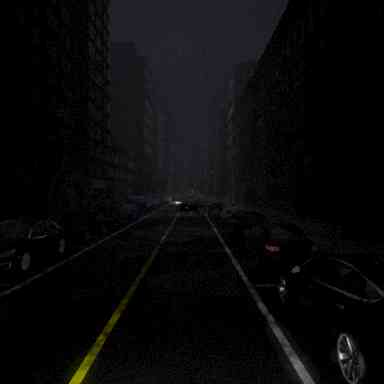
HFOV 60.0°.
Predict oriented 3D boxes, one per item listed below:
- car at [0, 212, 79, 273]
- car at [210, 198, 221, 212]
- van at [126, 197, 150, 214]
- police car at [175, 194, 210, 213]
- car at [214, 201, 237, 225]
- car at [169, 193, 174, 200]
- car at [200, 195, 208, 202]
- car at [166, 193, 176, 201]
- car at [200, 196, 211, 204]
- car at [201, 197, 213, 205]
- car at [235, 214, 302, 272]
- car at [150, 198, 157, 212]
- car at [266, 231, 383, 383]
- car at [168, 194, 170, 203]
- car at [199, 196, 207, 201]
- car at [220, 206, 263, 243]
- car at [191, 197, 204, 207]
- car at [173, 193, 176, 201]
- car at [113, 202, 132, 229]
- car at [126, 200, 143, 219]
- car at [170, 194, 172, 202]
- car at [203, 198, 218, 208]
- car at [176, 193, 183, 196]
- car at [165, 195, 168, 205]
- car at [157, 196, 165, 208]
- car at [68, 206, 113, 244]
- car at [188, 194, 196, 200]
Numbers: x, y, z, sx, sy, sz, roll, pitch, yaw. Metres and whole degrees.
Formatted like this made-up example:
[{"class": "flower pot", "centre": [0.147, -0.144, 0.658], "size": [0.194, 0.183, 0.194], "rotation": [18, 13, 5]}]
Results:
[{"class": "car", "centre": [-5.388, 1.549, 10.471], "size": [2.008, 1.369, 4.403], "rotation": [0, 0, 0]}, {"class": "car", "centre": [2.637, 1.542, 37.525], "size": [2.008, 1.369, 4.403], "rotation": [0, 0, 0]}, {"class": "van", "centre": [-5.388, 1.334, 32.122], "size": [1.690, 1.788, 3.998], "rotation": [0, 0, 0]}, {"class": "police car", "centre": [0.137, 1.421, 36.461], "size": [1.930, 1.638, 5.238], "rotation": [-3, -1, 15]}, {"class": "car", "centre": [2.637, 1.522, 21.457], "size": [1.752, 1.417, 4.829], "rotation": [0, 0, 0]}, {"class": "car", "centre": [-5.387, 1.526, 70.011], "size": [2.008, 1.369, 4.403], "rotation": [0, 0, 0]}, {"class": "car", "centre": [2.638, 1.494, 75.584], "size": [1.752, 1.417, 4.829], "rotation": [0, 0, 0]}, {"class": "car", "centre": [-5.387, 1.273, 86.249], "size": [2.192, 1.841, 5.009], "rotation": [0, 0, 0]}, {"class": "car", "centre": [2.638, 1.545, 64.588], "size": [1.947, 1.339, 4.313], "rotation": [0, 0, 0]}, {"class": "car", "centre": [2.637, 1.548, 59.176], "size": [1.947, 1.339, 4.313], "rotation": [0, 0, 0]}, {"class": "car", "centre": [2.637, 1.580, 10.462], "size": [1.802, 1.307, 4.206], "rotation": [0, 0, 0]}, {"class": "car", "centre": [-5.388, 1.431, 37.534], "size": [1.967, 1.590, 4.097], "rotation": [0, 0, 0]}, {"class": "car", "centre": [2.637, 1.565, 5.049], "size": [1.947, 1.339, 4.313], "rotation": [0, 0, 0]}, {"class": "car", "centre": [-5.388, 1.507, 59.015], "size": [1.752, 1.417, 4.829], "rotation": [0, 0, 0]}, {"class": "car", "centre": [2.638, 1.546, 80.827], "size": [1.802, 1.307, 4.206], "rotation": [0, 0, 0]}, {"class": "car", "centre": [2.637, 1.564, 15.875], "size": [1.947, 1.339, 4.313], "rotation": [0, 0, 0]}, {"class": "car", "centre": [0.825, 1.512, 52.054], "size": [1.812, 1.442, 4.674], "rotation": [0, 0, 0]}, {"class": "car", "centre": [-5.387, 1.520, 75.424], "size": [2.008, 1.369, 4.403], "rotation": [0, 0, 0]}, {"class": "car", "centre": [-5.388, 1.562, 21.296], "size": [1.947, 1.339, 4.313], "rotation": [0, 0, 0]}, {"class": "car", "centre": [-5.388, 1.577, 26.709], "size": [1.802, 1.307, 4.206], "rotation": [0, 0, 0]}, {"class": "car", "centre": [-5.388, 1.561, 64.598], "size": [1.802, 1.307, 4.206], "rotation": [0, 0, 0]}, {"class": "car", "centre": [2.637, 1.537, 48.350], "size": [2.008, 1.369, 4.403], "rotation": [0, 0, 0]}, {"class": "car", "centre": [-2.750, 1.479, 76.737], "size": [2.128, 1.511, 4.902], "rotation": [0, 0, 0]}, {"class": "car", "centre": [-5.388, 1.550, 53.772], "size": [1.947, 1.339, 4.313], "rotation": [0, 0, 0]}, {"class": "car", "centre": [-5.388, 1.512, 48.190], "size": [1.752, 1.417, 4.829], "rotation": [0, 0, 0]}, {"class": "car", "centre": [-5.388, 1.564, 15.884], "size": [1.947, 1.339, 4.313], "rotation": [0, 0, 0]}, {"class": "car", "centre": [0.000, 1.275, 86.598], "size": [1.882, 1.535, 5.008], "rotation": [0, 0, 0]}]
